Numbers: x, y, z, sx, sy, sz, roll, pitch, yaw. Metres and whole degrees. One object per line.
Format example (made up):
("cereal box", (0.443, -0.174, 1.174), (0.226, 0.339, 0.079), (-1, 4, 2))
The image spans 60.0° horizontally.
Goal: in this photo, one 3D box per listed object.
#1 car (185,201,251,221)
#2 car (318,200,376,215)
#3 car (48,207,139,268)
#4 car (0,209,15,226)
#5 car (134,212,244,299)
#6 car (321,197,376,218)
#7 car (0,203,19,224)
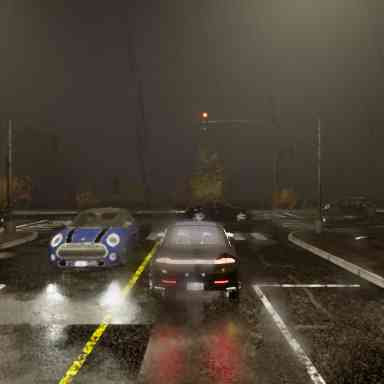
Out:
("car", (1.990, 1.448, 25.234), (5.008, 1.535, 1.882), (0, 1, 1))
("car", (14.749, 1.429, 31.811), (4.718, 1.301, 1.895), (0, 1, -2))
("car", (-3.049, 1.349, 11.243), (2.097, 1.767, 4.553), (0, 0, -1))
("car", (-14.534, 1.706, 22.123), (4.181, 1.385, 1.994), (0, 1, 1))
("car", (0.083, 1.489, 8.425), (2.128, 1.511, 4.902), (0, 0, 1))
("car", (13.144, 1.232, 28.529), (4.553, 1.767, 2.097), (0, 1, -1))
("car", (-16.150, 1.616, 25.399), (4.892, 1.490, 1.837), (0, 1, 1))
